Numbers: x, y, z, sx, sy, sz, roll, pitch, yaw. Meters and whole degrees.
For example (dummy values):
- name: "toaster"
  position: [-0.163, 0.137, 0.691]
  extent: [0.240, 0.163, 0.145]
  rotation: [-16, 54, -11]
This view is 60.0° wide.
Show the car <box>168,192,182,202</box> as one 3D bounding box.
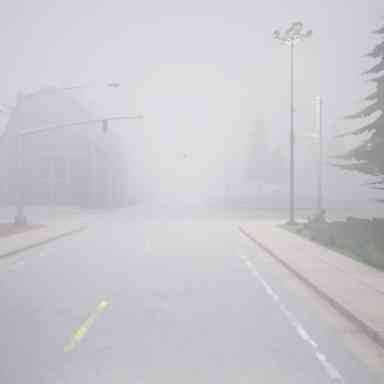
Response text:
- name: "car"
  position: [-3.506, 0.933, 65.087]
  extent: [2.150, 2.045, 5.566]
  rotation: [0, 0, 0]

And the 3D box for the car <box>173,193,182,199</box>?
- name: "car"
  position: [-3.498, 0.949, 81.353]
  extent: [1.812, 1.442, 4.674]
  rotation: [0, 0, 0]
